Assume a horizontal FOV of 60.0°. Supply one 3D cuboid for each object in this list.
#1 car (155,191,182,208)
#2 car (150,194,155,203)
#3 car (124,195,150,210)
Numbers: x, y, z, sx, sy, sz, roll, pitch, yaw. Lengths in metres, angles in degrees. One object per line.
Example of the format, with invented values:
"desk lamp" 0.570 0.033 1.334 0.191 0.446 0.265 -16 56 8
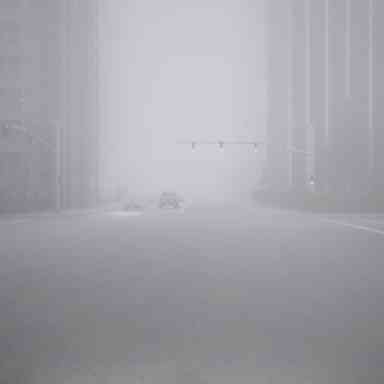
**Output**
"car" -2.792 0.918 41.368 2.150 2.045 5.566 0 0 2
"car" -6.093 1.130 51.894 1.837 1.490 4.892 0 1 2
"car" -6.372 1.335 37.895 1.895 1.301 4.718 0 0 1
